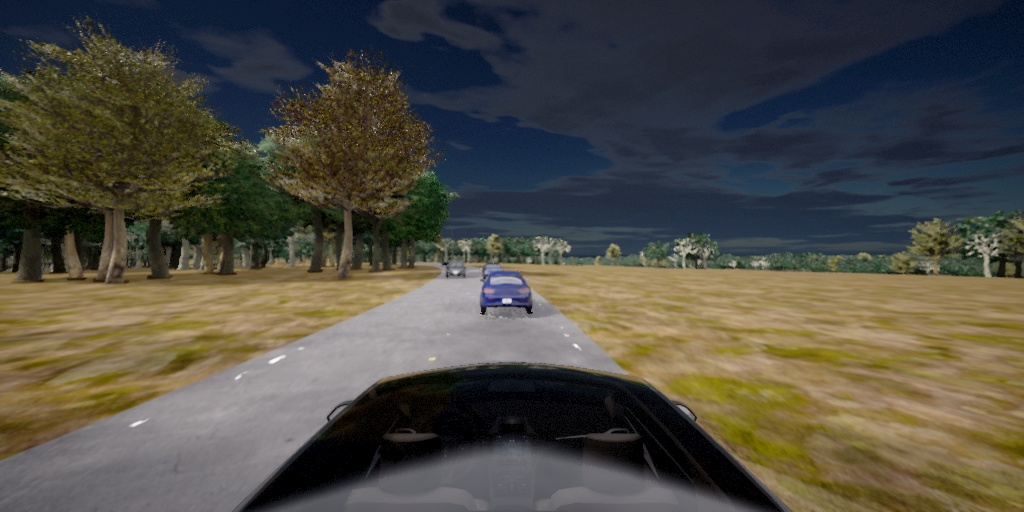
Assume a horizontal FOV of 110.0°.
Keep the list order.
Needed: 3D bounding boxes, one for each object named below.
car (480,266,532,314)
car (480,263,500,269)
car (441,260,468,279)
[{"bbox_3d":[-0.270,1.292,13.894,1.812,1.442,4.674,0,0,-3],"label":"car"},{"bbox_3d":[-1.779,1.343,32.050,2.033,1.411,5.357,0,0,-7],"label":"car"},{"bbox_3d":[-5.235,1.292,33.798,2.128,1.511,4.902,0,0,-7],"label":"car"}]
